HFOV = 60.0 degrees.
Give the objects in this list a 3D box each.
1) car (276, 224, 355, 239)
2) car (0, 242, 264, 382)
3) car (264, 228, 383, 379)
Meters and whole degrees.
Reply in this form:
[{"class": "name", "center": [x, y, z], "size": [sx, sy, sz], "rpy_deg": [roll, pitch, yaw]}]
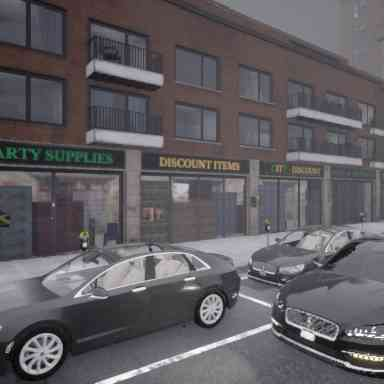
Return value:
[{"class": "car", "center": [3.331, 1.550, 8.559], "size": [4.403, 1.369, 2.008], "rpy_deg": [0, 0, -35]}, {"class": "car", "center": [-1.164, 1.551, 5.357], "size": [4.403, 1.369, 2.008], "rpy_deg": [0, 0, -35]}, {"class": "car", "center": [3.396, 1.504, 5.488], "size": [4.892, 1.490, 1.837], "rpy_deg": [0, 0, -35]}]
